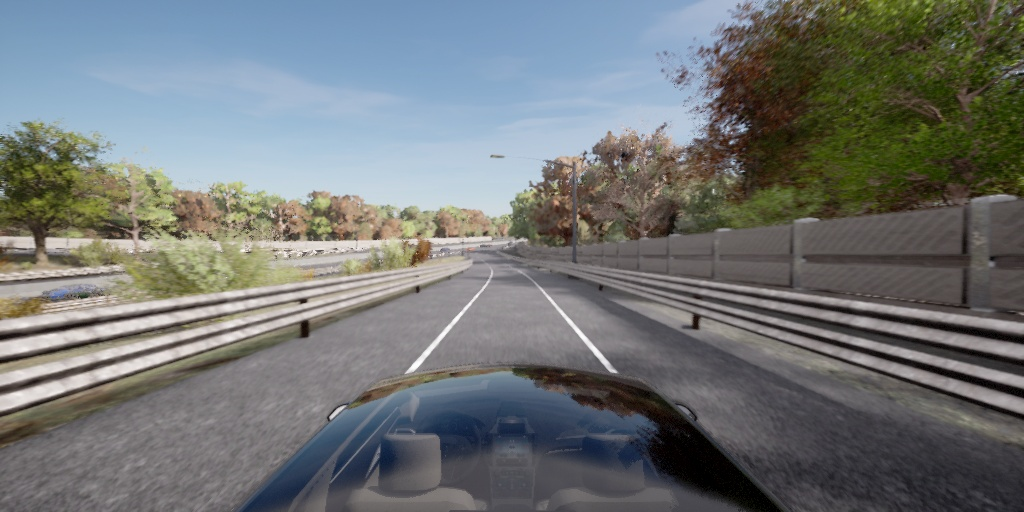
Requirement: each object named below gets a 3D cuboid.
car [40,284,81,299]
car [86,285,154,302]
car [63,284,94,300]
[{"bbox_3d":[-46.058,3.677,38.356,2.033,1.411,5.357,1,4,15],"label":"car"},{"bbox_3d":[-39.253,3.766,36.709,1.837,1.490,4.892,1,4,15],"label":"car"},{"bbox_3d":[-42.658,3.796,37.541,1.895,1.301,4.718,1,4,15],"label":"car"}]
